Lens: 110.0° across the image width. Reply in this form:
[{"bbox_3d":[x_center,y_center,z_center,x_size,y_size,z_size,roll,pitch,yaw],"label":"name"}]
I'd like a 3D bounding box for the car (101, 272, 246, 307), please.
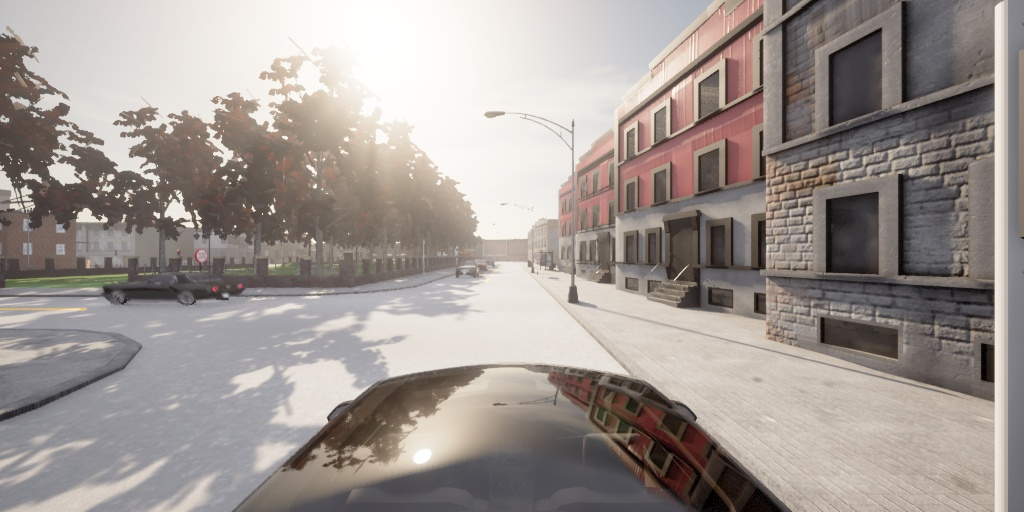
[{"bbox_3d":[-14.155,1.351,15.099,4.718,1.301,1.895,0,0,3],"label":"car"}]

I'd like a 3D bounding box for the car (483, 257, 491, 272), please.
[{"bbox_3d":[-4.212,1.228,47.087,1.882,1.535,5.008,0,0,0],"label":"car"}]

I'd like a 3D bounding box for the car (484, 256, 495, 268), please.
[{"bbox_3d":[-4.161,0.970,63.208,2.150,2.045,5.566,0,0,0],"label":"car"}]

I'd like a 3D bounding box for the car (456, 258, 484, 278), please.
[{"bbox_3d":[-4.185,1.241,34.203,2.128,1.511,4.902,0,0,0],"label":"car"}]
